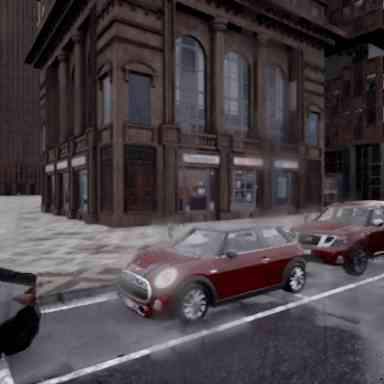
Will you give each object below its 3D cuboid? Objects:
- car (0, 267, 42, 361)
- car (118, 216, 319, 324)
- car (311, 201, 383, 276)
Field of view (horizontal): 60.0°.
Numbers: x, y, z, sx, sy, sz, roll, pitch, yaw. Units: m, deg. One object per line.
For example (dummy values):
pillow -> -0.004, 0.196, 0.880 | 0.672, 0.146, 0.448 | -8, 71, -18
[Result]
car -> -4.044, 1.576, 3.762 | 4.313, 1.339, 1.947 | -1, 1, -35
car -> 0.520, 1.402, 7.009 | 4.097, 1.590, 1.967 | -1, 1, -35
car -> 5.083, 1.229, 10.255 | 5.009, 1.841, 2.192 | -1, 1, -35
